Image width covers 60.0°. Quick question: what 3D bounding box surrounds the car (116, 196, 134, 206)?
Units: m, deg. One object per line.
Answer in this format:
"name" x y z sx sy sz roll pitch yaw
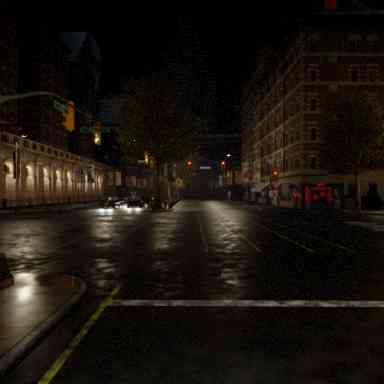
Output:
"car" -11.465 1.491 57.242 2.128 1.511 4.902 0 0 0

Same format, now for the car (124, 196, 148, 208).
"car" -7.990 1.564 47.620 1.994 1.385 4.181 0 0 1

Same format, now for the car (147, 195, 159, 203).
"car" -7.958 1.477 68.146 1.882 1.535 5.008 0 0 0

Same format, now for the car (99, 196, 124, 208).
"car" -11.491 1.491 47.250 2.128 1.511 4.902 0 0 0

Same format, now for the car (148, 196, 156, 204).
"car" -7.964 1.505 57.805 1.837 1.490 4.892 0 0 0

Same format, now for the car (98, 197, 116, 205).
"car" -14.714 1.595 57.804 1.895 1.301 4.718 0 0 0

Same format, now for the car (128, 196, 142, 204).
"car" -11.458 1.491 67.318 2.128 1.511 4.902 0 0 0
